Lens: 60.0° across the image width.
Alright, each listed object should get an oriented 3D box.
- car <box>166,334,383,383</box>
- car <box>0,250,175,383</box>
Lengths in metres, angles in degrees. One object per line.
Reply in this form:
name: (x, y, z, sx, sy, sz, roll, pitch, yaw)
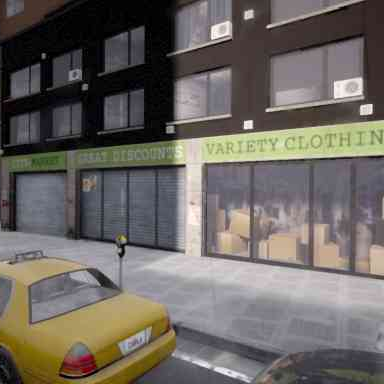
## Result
car: (2.248, 1.551, 1.521, 4.403, 1.369, 2.008, 0, 1, 35)
car: (-2.489, 1.524, 4.790, 4.829, 1.417, 1.752, 0, 1, 35)
